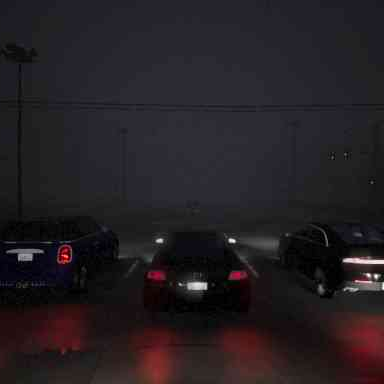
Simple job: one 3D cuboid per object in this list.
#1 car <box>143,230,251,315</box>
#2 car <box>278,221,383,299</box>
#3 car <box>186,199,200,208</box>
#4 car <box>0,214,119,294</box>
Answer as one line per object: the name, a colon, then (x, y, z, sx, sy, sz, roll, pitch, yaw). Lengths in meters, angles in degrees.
car: (0.092, 1.564, 7.636, 1.994, 1.385, 4.181, 0, 0, 0)
car: (3.595, 1.492, 8.447, 2.128, 1.511, 4.902, 0, 0, 0)
car: (0.078, 1.601, 46.410, 1.895, 1.301, 4.718, 0, 0, 0)
car: (-3.406, 1.352, 8.929, 2.097, 1.767, 4.553, 0, 0, 0)
